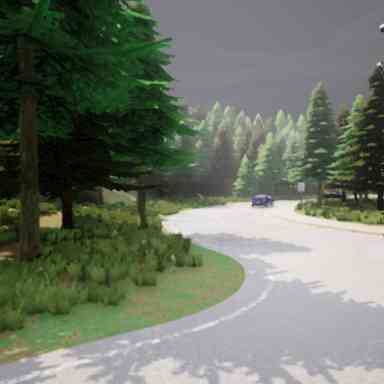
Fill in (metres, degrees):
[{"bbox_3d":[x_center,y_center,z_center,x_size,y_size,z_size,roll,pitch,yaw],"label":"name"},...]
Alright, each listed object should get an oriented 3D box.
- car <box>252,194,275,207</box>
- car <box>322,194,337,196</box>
[{"bbox_3d":[8.880,1.031,41.213,1.882,1.535,5.008,-1,1,27],"label":"car"},{"bbox_3d":[24.028,0.670,56.180,5.008,1.535,1.882,-1,0,-25],"label":"car"}]
